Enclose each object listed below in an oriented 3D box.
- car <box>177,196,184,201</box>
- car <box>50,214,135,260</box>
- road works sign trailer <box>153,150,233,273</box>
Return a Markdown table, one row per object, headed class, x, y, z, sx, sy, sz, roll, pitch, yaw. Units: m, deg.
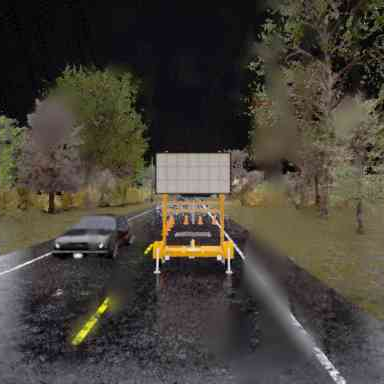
| class | x | y | z | sx | sy | sz | roll | pitch | yaw |
| --- | --- | --- | --- | --- | --- | --- | --- | --- | --- |
| car | -3.193 | 1.813 | 90.536 | 1.895 | 1.301 | 4.718 | 0 | 0 | 0 |
| car | -3.458 | 1.554 | 12.762 | 2.033 | 1.411 | 5.357 | 0 | 0 | 0 |
| road works sign trailer | 0.040 | 0.469 | 10.645 | 2.380 | 3.560 | 2.880 | 0 | 0 | 0 |
